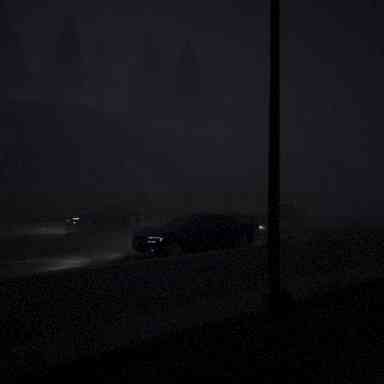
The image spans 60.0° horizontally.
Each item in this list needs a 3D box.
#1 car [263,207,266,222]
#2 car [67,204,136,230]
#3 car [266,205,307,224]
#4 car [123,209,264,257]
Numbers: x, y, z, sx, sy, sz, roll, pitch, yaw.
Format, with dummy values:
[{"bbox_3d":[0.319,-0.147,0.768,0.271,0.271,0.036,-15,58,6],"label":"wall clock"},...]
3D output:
[{"bbox_3d":[1.614,1.633,17.918,4.181,1.385,1.994,1,0,-35],"label":"car"},{"bbox_3d":[-5.489,1.535,21.509,4.892,1.490,1.837,1,0,-35],"label":"car"},{"bbox_3d":[6.592,1.679,25.623,5.357,1.411,2.033,1,0,-35],"label":"car"},{"bbox_3d":[0.189,1.519,12.667,5.008,1.535,1.882,1,0,-35],"label":"car"}]
